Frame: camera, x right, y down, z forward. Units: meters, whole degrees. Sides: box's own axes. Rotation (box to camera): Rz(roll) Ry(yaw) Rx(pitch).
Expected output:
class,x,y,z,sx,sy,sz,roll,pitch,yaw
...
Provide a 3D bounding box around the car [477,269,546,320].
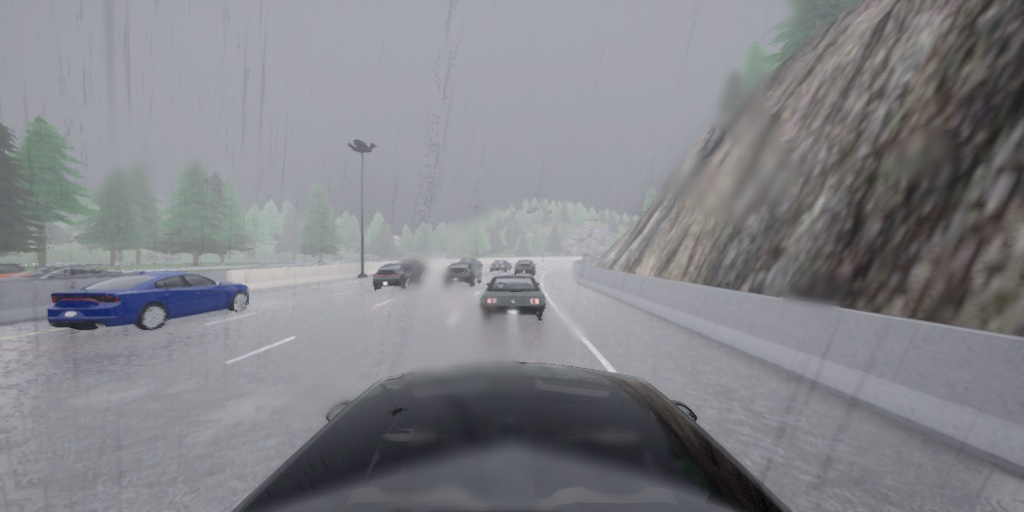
class,x,y,z,sx,sy,sz,roll,pitch,yaw
car,0.053,1.303,12.389,1.895,1.301,4.718,0,0,0

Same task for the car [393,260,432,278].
class,x,y,z,sx,sy,sz,roll,pitch,yaw
car,-9.247,1.136,33.781,1.837,1.490,4.892,0,0,6

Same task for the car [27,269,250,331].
class,x,y,z,sx,sy,sz,roll,pitch,yaw
car,-10.447,1.213,10.968,1.882,1.535,5.008,0,0,0

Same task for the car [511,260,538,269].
class,x,y,z,sx,sy,sz,roll,pitch,yaw
car,1.313,1.109,33.822,1.837,1.490,4.892,0,0,6

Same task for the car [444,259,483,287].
class,x,y,z,sx,sy,sz,roll,pitch,yaw
car,-3.092,1.166,23.418,1.837,1.490,4.892,0,0,3

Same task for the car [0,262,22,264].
class,x,y,z,sx,sy,sz,roll,pitch,yaw
car,-24.562,1.101,15.854,2.097,1.767,4.553,0,0,1

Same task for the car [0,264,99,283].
class,x,y,z,sx,sy,sz,roll,pitch,yaw
car,-21.052,1.229,16.517,2.128,1.511,4.902,0,0,1

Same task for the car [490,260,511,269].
class,x,y,z,sx,sy,sz,roll,pitch,yaw
car,-1.220,1.124,41.383,2.033,1.411,5.357,0,0,9

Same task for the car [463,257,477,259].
class,x,y,z,sx,sy,sz,roll,pitch,yaw
car,-4.750,0.939,41.140,2.097,1.767,4.553,0,0,8

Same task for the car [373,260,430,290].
class,x,y,z,sx,sy,sz,roll,pitch,yaw
car,-6.685,1.185,21.588,1.837,1.490,4.892,0,1,2
